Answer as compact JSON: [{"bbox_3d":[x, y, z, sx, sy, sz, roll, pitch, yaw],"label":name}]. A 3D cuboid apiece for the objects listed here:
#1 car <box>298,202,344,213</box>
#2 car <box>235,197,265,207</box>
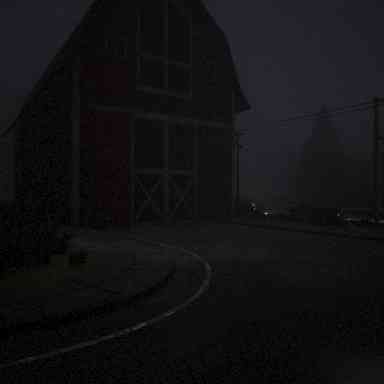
[{"bbox_3d":[11.274,1.627,30.210,1.895,1.301,4.718,0,0,-34],"label":"car"},{"bbox_3d":[6.167,1.379,37.650,2.097,1.767,4.553,0,0,-34],"label":"car"}]
